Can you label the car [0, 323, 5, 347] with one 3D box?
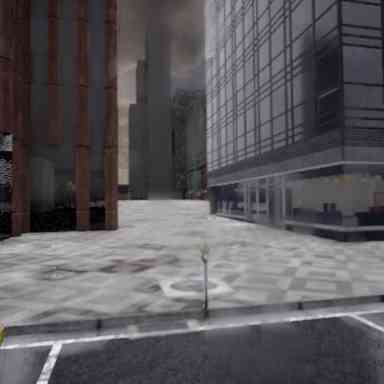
[{"bbox_3d":[-4.800,1.694,3.561,4.829,1.417,1.752,0,-2,-13],"label":"car"}]
